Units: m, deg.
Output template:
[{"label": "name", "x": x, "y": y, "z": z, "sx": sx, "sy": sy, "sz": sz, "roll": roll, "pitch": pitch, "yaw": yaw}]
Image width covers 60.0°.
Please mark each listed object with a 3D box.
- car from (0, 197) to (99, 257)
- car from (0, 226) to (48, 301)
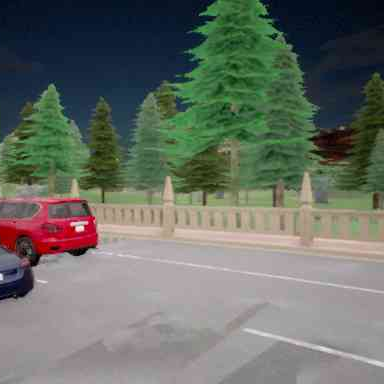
[{"label": "car", "x": -5.730, "y": 1.199, "z": 11.407, "sx": 5.566, "sy": 2.045, "sz": 2.150, "roll": 0, "pitch": 0, "yaw": 30}, {"label": "car", "x": -5.343, "y": 1.553, "z": 7.100, "sx": 4.181, "sy": 1.385, "sz": 1.994, "roll": 0, "pitch": 0, "yaw": 31}]
